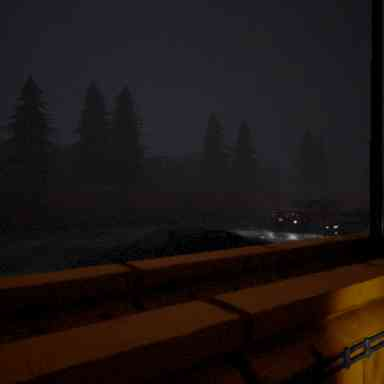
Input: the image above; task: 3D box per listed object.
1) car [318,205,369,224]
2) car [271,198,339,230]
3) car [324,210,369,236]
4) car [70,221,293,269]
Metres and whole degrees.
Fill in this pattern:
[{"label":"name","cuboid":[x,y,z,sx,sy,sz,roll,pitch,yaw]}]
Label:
[{"label":"car","cuboid":[9.772,1.687,19.436,4.892,1.490,1.837,1,0,-35]},{"label":"car","cuboid":[7.767,1.401,22.304,5.566,2.045,2.150,1,0,-35]},{"label":"car","cuboid":[7.791,1.643,13.813,4.674,1.442,1.812,1,0,-35]},{"label":"car","cuboid":[-0.147,1.585,8.173,5.357,1.411,2.033,1,0,-35]}]
